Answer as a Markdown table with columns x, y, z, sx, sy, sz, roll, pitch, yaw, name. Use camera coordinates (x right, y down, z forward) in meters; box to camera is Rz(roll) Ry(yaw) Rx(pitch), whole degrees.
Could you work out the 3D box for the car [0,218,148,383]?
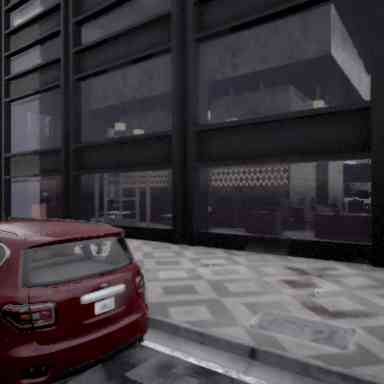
| x | y | z | sx | sy | sz | roll | pitch | yaw | name |
| --- | --- | --- | --- | --- | --- | --- | --- | --- | --- |
| -2.899 | 1.338 | 5.033 | 5.009 | 1.841 | 2.192 | 0 | 0 | 36 | car |
